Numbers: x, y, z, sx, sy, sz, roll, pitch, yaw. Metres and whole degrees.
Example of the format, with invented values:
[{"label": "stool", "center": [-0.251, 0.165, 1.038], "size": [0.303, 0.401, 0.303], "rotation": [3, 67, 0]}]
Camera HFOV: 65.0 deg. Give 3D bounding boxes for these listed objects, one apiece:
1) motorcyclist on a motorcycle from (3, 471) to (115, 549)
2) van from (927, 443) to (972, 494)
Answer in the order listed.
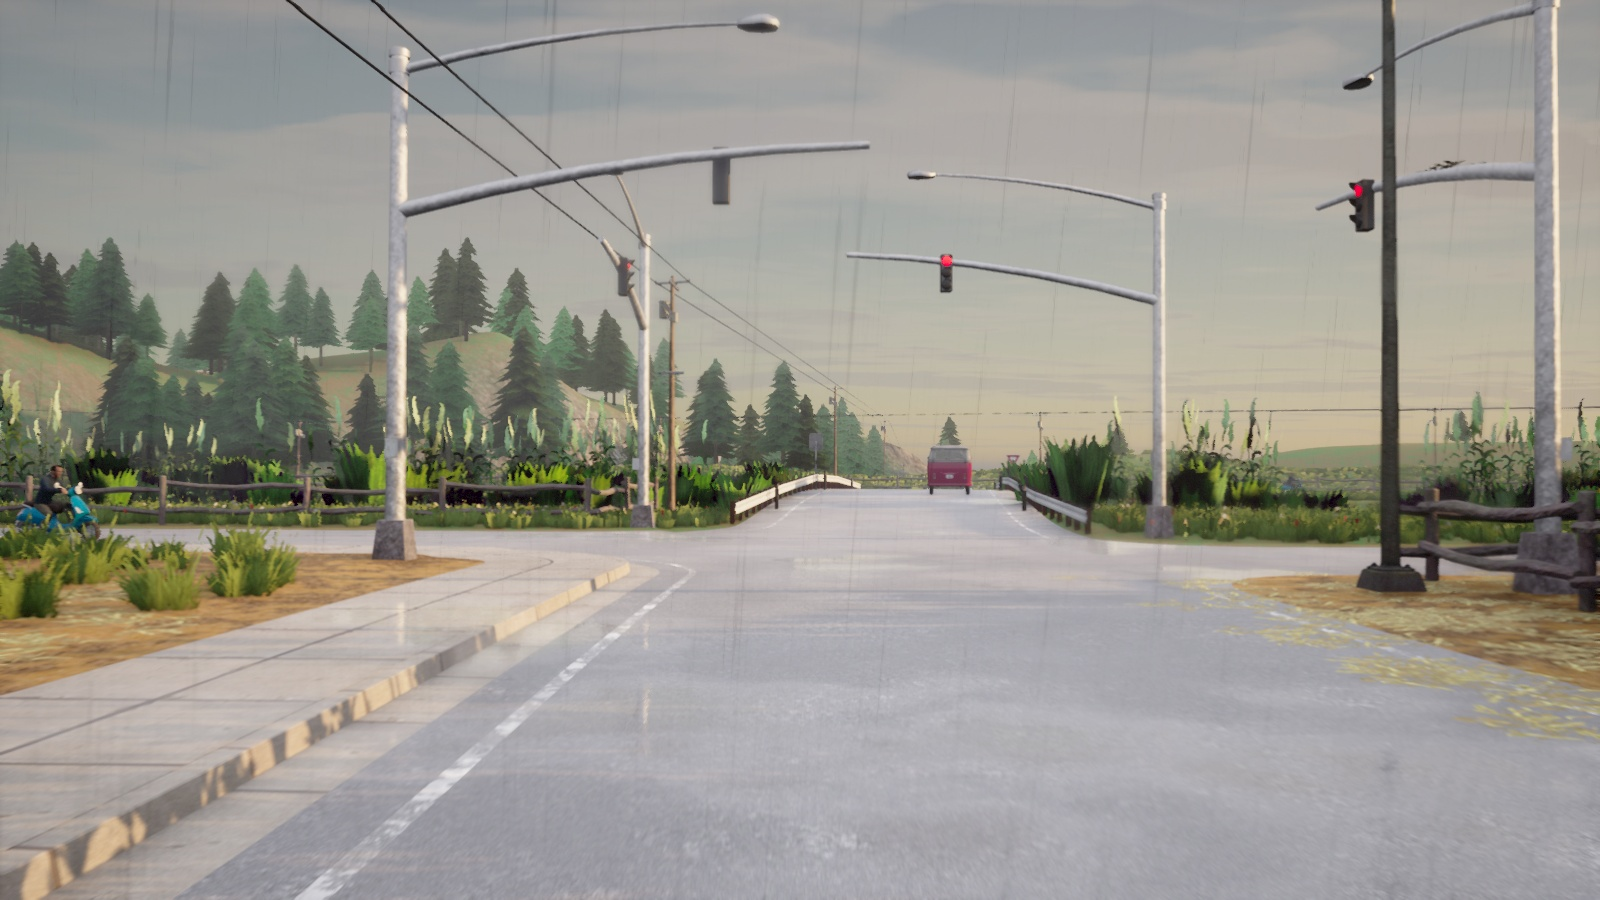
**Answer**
[{"label": "motorcyclist on a motorcycle", "center": [-15.290, 1.228, 25.939], "size": [1.817, 1.590, 0.866], "rotation": [0, -1, 3]}, {"label": "van", "center": [6.177, 0.732, 51.924], "size": [1.775, 1.987, 4.442], "rotation": [0, 0, 7]}]
